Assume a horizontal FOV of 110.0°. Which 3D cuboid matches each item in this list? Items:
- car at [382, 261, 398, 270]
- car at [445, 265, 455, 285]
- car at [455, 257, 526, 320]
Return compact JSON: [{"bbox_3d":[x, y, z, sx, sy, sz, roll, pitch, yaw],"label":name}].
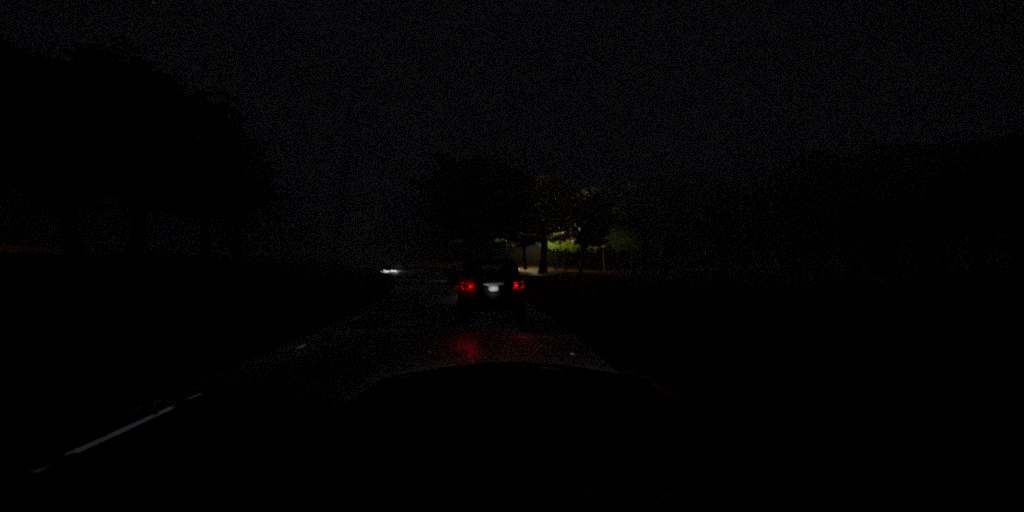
[{"bbox_3d":[-18.728,1.441,55.062,1.994,1.385,4.181,0,0,-26],"label":"car"},{"bbox_3d":[-4.288,1.480,29.388,1.837,1.490,4.892,0,0,-16],"label":"car"},{"bbox_3d":[-0.895,1.075,13.409,2.150,2.045,5.566,-1,0,-8],"label":"car"}]
